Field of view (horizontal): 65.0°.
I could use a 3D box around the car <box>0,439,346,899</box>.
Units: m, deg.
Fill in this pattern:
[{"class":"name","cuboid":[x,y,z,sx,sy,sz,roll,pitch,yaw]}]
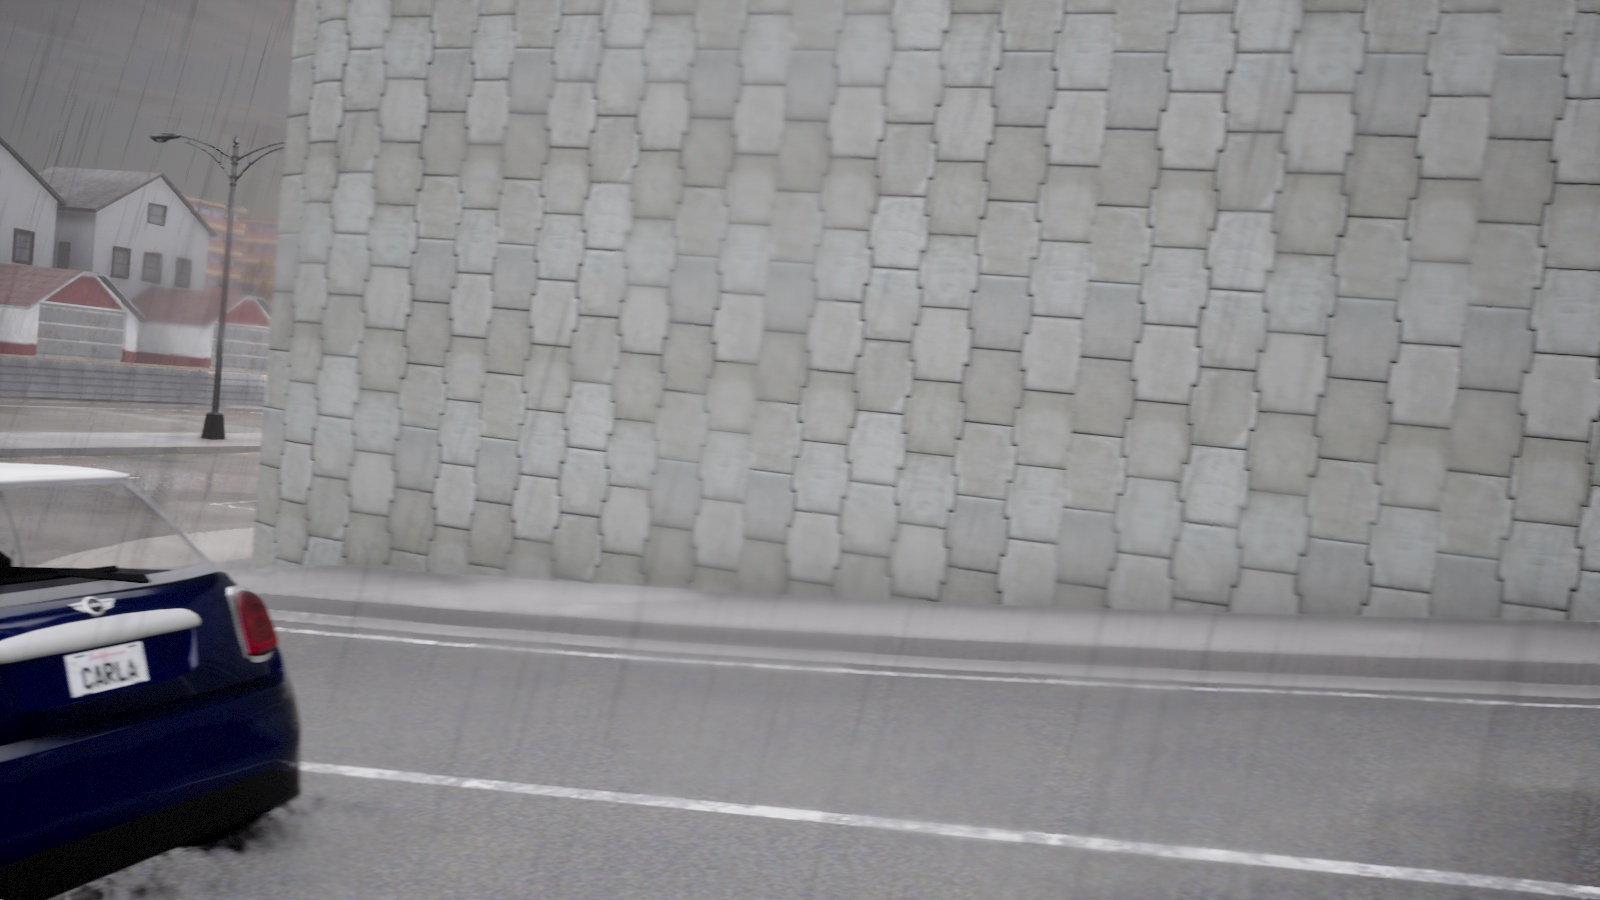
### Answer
[{"class":"car","cuboid":[-3.863,0.704,4.502,3.806,1.475,1.970,1,1,19]}]
